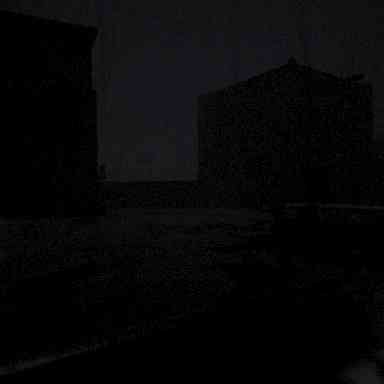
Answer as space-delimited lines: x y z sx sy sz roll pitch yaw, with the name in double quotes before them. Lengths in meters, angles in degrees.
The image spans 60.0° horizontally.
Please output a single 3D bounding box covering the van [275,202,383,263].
"van" 5.259 1.430 12.898 1.878 1.987 4.442 2 -1 -35
